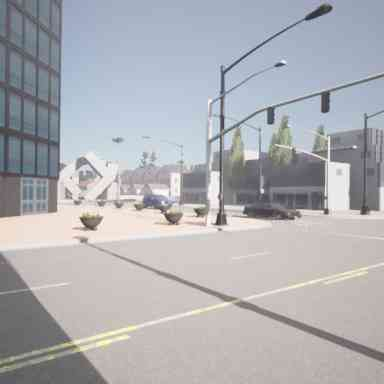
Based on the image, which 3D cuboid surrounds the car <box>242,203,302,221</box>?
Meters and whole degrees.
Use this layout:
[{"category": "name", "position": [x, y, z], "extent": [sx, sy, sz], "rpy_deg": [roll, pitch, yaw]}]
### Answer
[{"category": "car", "position": [6.697, 1.631, 28.449], "extent": [2.033, 1.411, 5.357], "rpy_deg": [1, -1, -35]}]

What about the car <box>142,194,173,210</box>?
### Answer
[{"category": "car", "position": [-4.761, 1.299, 44.957], "extent": [2.150, 2.045, 5.566], "rpy_deg": [1, -1, -35]}]
